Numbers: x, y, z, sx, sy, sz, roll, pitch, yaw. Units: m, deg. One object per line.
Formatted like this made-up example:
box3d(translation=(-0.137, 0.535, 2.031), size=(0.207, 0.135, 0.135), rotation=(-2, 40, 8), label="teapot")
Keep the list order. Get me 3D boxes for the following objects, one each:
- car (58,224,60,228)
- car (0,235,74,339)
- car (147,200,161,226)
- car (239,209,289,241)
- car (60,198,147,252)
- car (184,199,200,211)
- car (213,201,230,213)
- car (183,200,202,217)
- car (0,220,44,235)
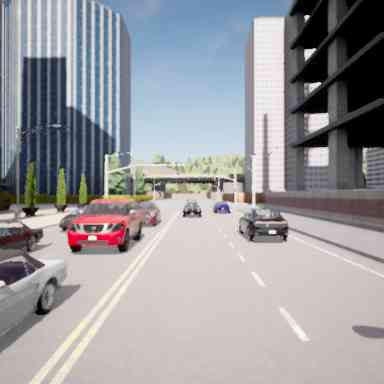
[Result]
box3d(translation=(-7.017, 1.695, 22.222), size=(2.033, 1.411, 5.357), rotation=(0, 0, 0), label="car")
box3d(translation=(-3.596, 1.635, 4.940), size=(1.895, 1.301, 4.718), rotation=(0, 0, 0), label="car")
box3d(translation=(-3.498, 1.516, 24.718), size=(2.097, 1.767, 4.553), rotation=(0, 0, 0), label="car")
box3d(translation=(3.602, 1.606, 17.333), size=(2.128, 1.511, 4.902), rotation=(0, 0, 0), label="car")
box3d(translation=(-3.574, 1.320, 14.730), size=(2.150, 2.045, 5.566), rotation=(0, 0, 0), label="car")
box3d(translation=(-0.032, 1.793, 45.699), size=(2.128, 1.511, 4.902), rotation=(0, 0, -1), label="car")
box3d(translation=(3.572, 1.794, 40.668), size=(1.812, 1.442, 4.674), rotation=(0, 0, 0), label="car")
box3d(translation=(0.041, 1.829, 34.400), size=(1.895, 1.301, 4.718), rotation=(0, 0, 0), label="car")
box3d(translation=(-7.085, 1.679, 11.593), size=(1.895, 1.301, 4.718), rotation=(0, 0, 0), label="car")
